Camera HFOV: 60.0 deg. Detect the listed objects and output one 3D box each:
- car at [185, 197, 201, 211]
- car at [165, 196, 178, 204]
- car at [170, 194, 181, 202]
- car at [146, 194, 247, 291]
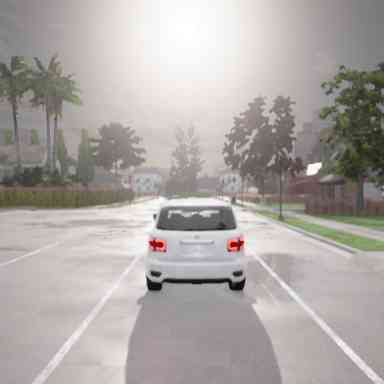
[{"bbox_3d":[0.098,1.364,40.384,1.837,1.490,4.892,0,0,0],"label":"car"},{"bbox_3d":[-3.569,1.396,58.083,1.895,1.301,4.718,0,0,0],"label":"car"},{"bbox_3d":[-3.509,1.267,73.118,2.128,1.511,4.902,0,0,0],"label":"car"},{"bbox_3d":[0.064,1.189,9.071,2.150,2.045,5.566,0,0,-1],"label":"car"}]
